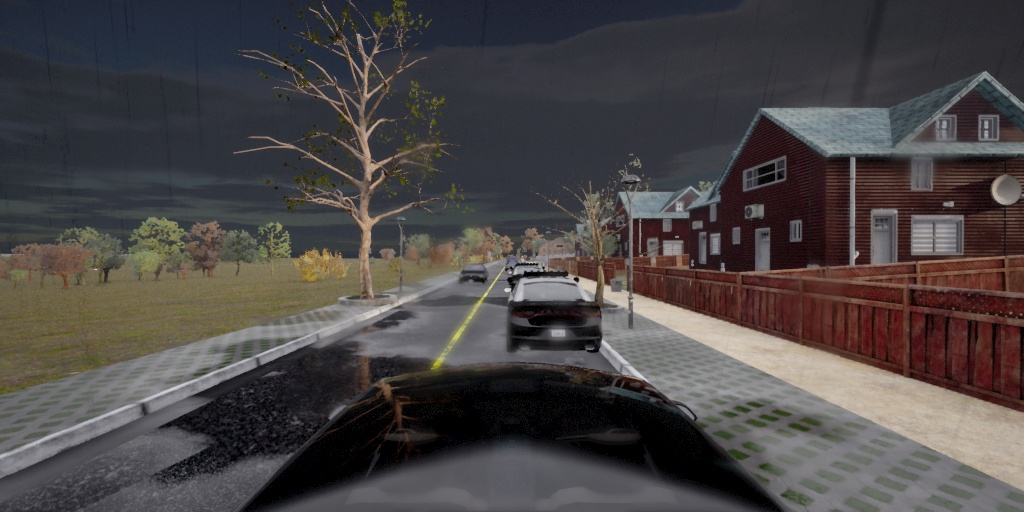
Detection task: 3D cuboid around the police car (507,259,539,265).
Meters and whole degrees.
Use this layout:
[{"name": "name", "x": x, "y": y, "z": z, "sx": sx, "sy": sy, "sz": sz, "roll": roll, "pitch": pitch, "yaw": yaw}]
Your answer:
[{"name": "police car", "x": 0.840, "y": 1.177, "z": 18.990, "sx": 1.930, "sy": 1.638, "sz": 5.238, "roll": 0, "pitch": 0, "yaw": 0}]

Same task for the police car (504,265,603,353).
[{"name": "police car", "x": 0.831, "y": 1.175, "z": 8.989, "sx": 1.930, "sy": 1.638, "sz": 5.238, "roll": 0, "pitch": 0, "yaw": 0}]

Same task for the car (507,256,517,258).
[{"name": "car", "x": 0.055, "y": 1.003, "z": 62.027, "sx": 2.150, "sy": 2.045, "sz": 5.566, "roll": 0, "pitch": 0, "yaw": 0}]

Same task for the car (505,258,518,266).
[{"name": "car", "x": 0.080, "y": 1.330, "z": 47.263, "sx": 1.994, "sy": 1.385, "sz": 4.181, "roll": 0, "pitch": 0, "yaw": 0}]

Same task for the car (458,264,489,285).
[{"name": "car", "x": -2.728, "y": 1.302, "z": 26.718, "sx": 2.033, "sy": 1.411, "sz": 5.357, "roll": 0, "pitch": 0, "yaw": 0}]
